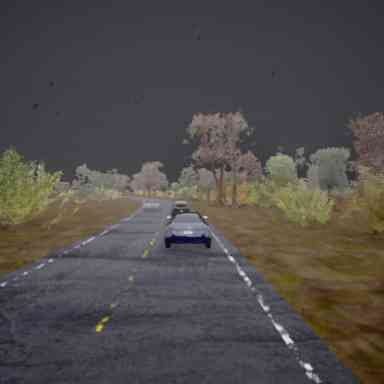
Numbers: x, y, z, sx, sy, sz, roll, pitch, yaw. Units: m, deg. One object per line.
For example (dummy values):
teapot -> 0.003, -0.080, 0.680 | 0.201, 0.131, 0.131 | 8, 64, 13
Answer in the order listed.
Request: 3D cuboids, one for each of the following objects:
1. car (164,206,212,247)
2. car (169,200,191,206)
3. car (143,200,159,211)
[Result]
car -> -0.218, 1.571, 15.160 | 1.994, 1.385, 4.181 | 0, 0, -2
car -> -1.155, 1.529, 32.967 | 1.837, 1.490, 4.892 | 0, 0, -4
car -> -4.960, 1.638, 40.789 | 1.895, 1.301, 4.718 | 0, 0, -5
